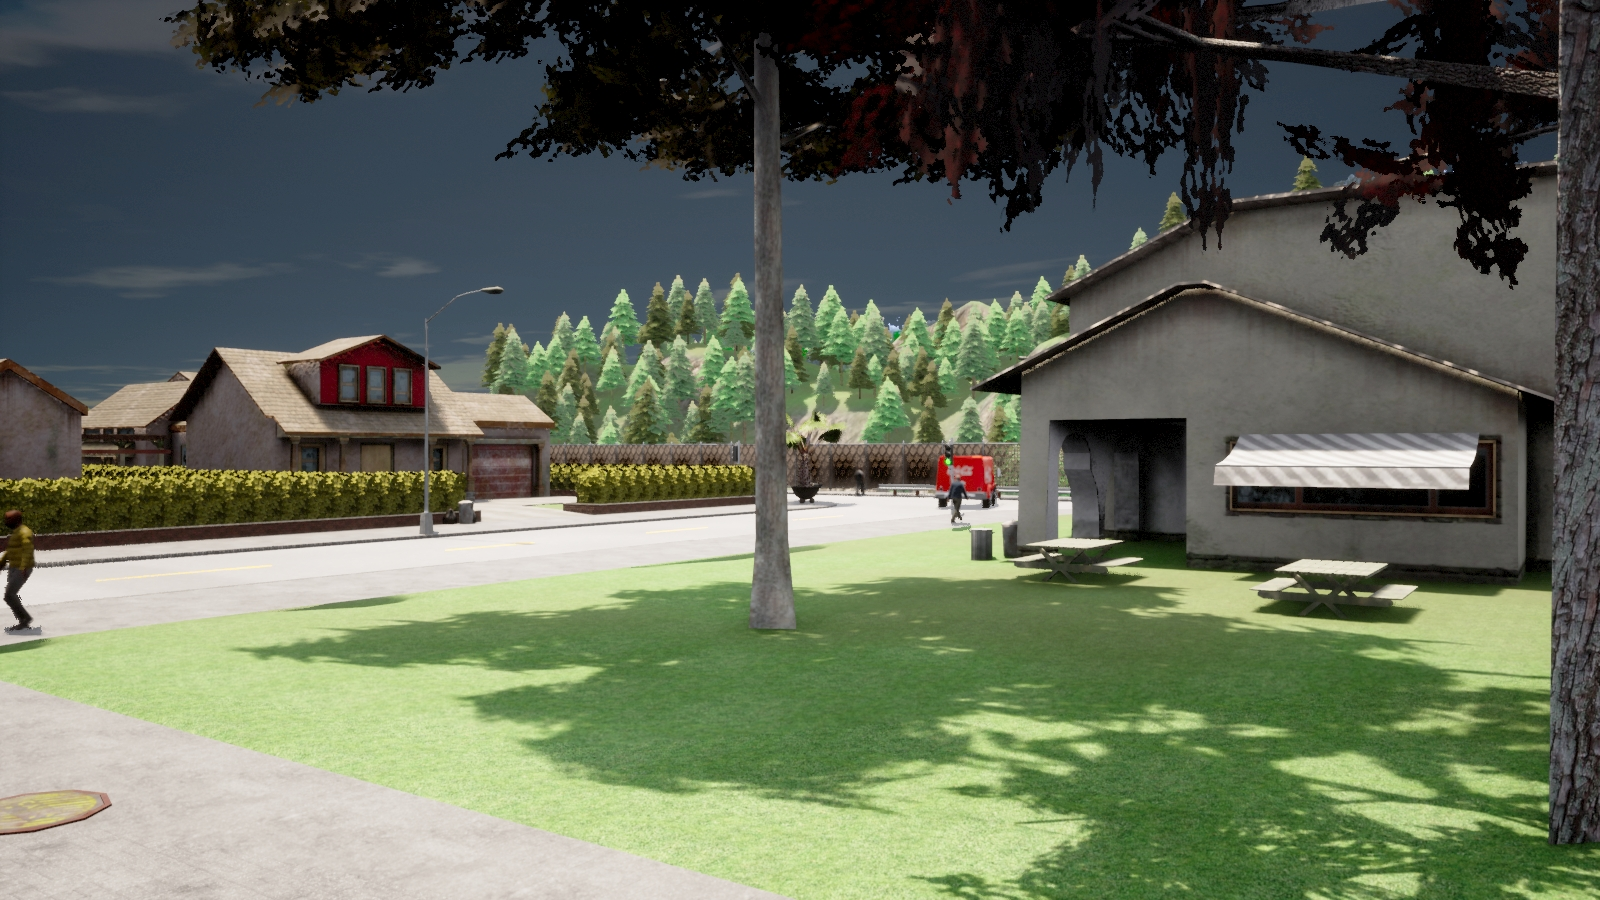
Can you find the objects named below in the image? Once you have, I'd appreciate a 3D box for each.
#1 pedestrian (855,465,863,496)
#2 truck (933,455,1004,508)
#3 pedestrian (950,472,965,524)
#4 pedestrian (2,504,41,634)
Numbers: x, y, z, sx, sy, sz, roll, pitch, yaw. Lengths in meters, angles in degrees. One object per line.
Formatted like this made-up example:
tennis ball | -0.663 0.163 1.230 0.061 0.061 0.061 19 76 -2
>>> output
pedestrian | 3.531 1.849 68.596 0.375 1.860 0.375 0 0 30
truck | 8.388 1.551 56.563 2.627 2.467 5.204 0 -1 18
pedestrian | 5.687 1.737 41.253 0.375 1.860 0.375 0 0 35
pedestrian | -11.489 1.743 16.864 0.375 1.860 0.375 0 0 39
